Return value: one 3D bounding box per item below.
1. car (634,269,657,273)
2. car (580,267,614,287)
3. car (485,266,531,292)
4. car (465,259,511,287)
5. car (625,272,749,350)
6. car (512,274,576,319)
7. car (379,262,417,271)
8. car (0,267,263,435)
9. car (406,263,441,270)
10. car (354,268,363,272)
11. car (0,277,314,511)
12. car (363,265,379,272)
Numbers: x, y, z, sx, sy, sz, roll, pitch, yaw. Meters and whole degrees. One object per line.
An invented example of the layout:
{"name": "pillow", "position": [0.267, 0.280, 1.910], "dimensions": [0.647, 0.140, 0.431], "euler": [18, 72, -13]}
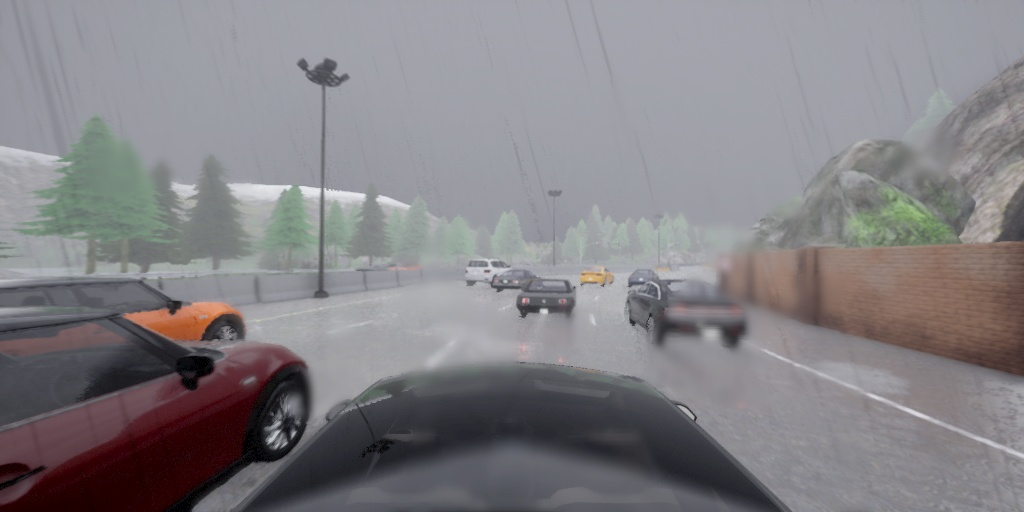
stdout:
{"name": "car", "position": [10.332, 1.708, 27.955], "dimensions": [1.994, 1.385, 4.181], "euler": [0, -1, 27]}
{"name": "car", "position": [6.985, 1.606, 29.105], "dimensions": [1.882, 1.535, 5.008], "euler": [0, -1, 26]}
{"name": "car", "position": [0.463, 1.553, 23.004], "dimensions": [2.033, 1.411, 5.357], "euler": [0, -1, 20]}
{"name": "car", "position": [-1.523, 1.263, 27.429], "dimensions": [2.150, 2.045, 5.566], "euler": [0, -1, 22]}
{"name": "car", "position": [4.331, 1.370, 9.612], "dimensions": [2.128, 1.511, 4.902], "euler": [0, -1, 7]}
{"name": "car", "position": [1.480, 1.504, 13.623], "dimensions": [1.895, 1.301, 4.718], "euler": [0, -1, 11]}
{"name": "car", "position": [-11.654, 1.448, 38.984], "dimensions": [2.097, 1.767, 4.553], "euler": [0, -1, 28]}
{"name": "car", "position": [-6.574, 1.094, 5.538], "dimensions": [2.097, 1.767, 4.553], "euler": [0, -1, 3]}
{"name": "car", "position": [-8.562, 1.667, 37.391], "dimensions": [1.994, 1.385, 4.181], "euler": [0, -1, 28]}
{"name": "car", "position": [-16.898, 1.715, 44.049], "dimensions": [1.895, 1.301, 4.718], "euler": [0, -1, 29]}
{"name": "car", "position": [-3.251, 1.080, 2.149], "dimensions": [2.097, 1.767, 4.553], "euler": [1, -1, 0]}
{"name": "car", "position": [-14.253, 1.611, 41.544], "dimensions": [1.837, 1.490, 4.892], "euler": [0, -1, 28]}
